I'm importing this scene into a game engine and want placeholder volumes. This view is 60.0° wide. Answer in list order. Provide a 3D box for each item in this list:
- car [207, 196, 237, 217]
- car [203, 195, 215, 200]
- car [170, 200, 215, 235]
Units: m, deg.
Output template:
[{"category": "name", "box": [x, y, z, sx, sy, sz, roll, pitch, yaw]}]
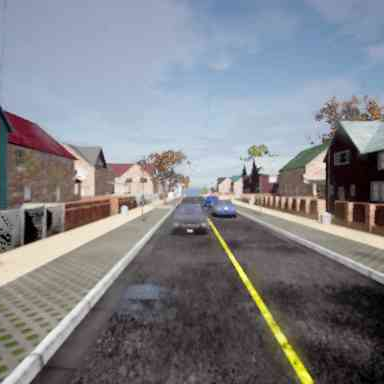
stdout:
[{"category": "car", "box": [2.676, 1.331, 28.568, 2.033, 1.411, 5.357, 0, 0, 0]}, {"category": "car", "box": [2.568, 1.164, 43.575, 1.882, 1.535, 5.008, 0, 0, 0]}, {"category": "car", "box": [-0.098, 1.391, 17.914, 2.033, 1.411, 5.357, 0, 0, 0]}]
